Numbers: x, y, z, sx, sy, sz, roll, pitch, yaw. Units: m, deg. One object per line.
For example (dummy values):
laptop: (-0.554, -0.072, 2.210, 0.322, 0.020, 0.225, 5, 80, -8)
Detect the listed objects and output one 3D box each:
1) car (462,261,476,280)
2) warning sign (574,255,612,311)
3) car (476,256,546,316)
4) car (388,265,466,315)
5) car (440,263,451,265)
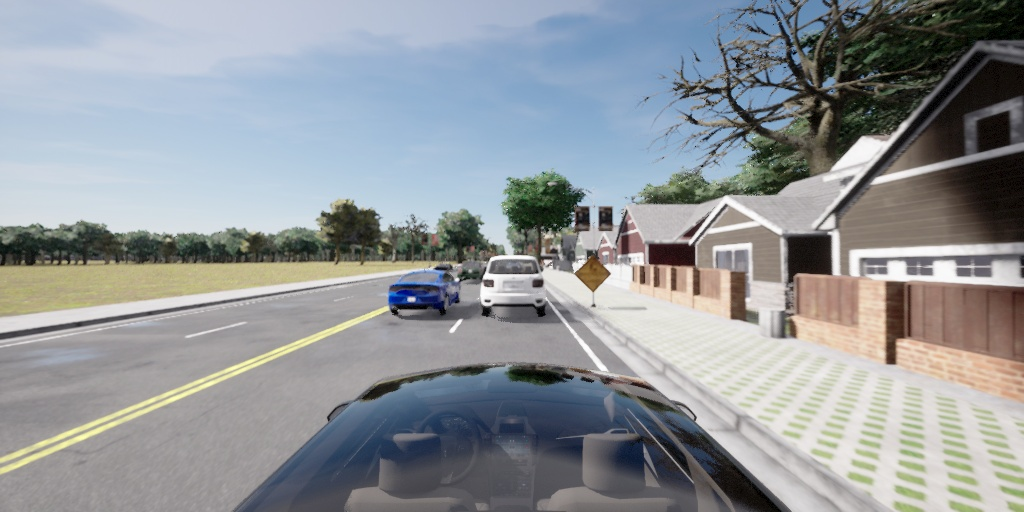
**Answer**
car: (-3.174, 1.224, 29.663, 2.097, 1.767, 4.553, 0, 0, 0)
warning sign: (2.854, 0.904, 12.552, 1.300, 1.860, 1.060, 0, 0, 0)
car: (0.068, 1.017, 13.793, 2.150, 2.045, 5.566, 0, 0, 0)
car: (-3.184, 1.272, 13.932, 1.882, 1.535, 5.008, 0, -1, 1)
car: (-9.812, 1.601, 51.907, 1.895, 1.301, 4.718, 0, 0, 0)
